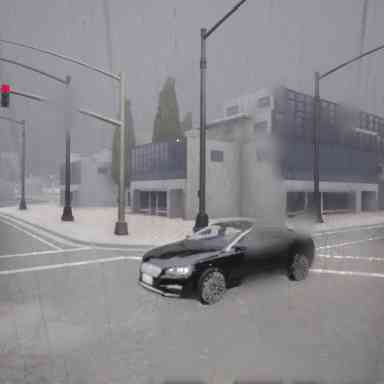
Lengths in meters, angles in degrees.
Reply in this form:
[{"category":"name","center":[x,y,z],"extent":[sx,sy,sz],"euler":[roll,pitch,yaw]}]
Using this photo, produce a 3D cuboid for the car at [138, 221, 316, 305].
[{"category":"car","center":[1.066,1.501,8.175],"extent":[4.902,1.511,2.128],"euler":[0,0,-37]}]
